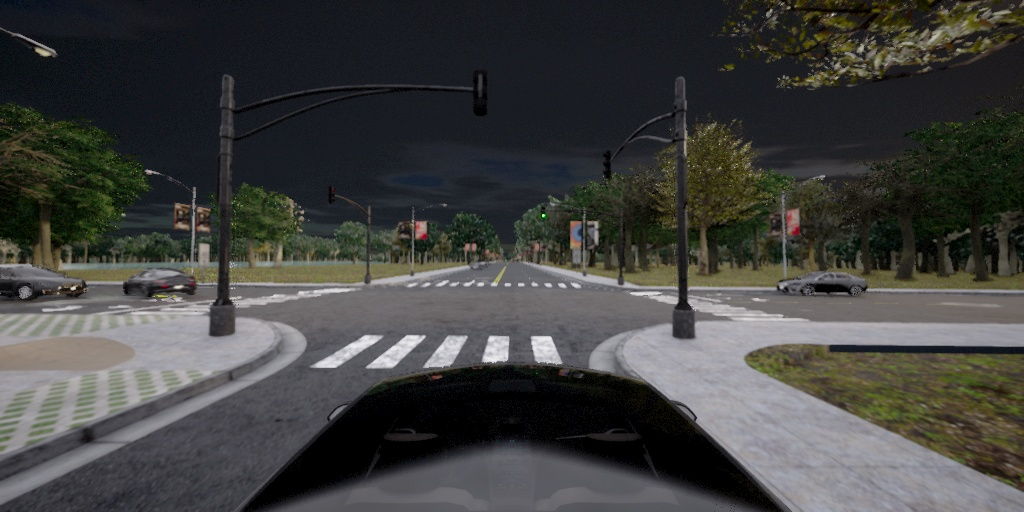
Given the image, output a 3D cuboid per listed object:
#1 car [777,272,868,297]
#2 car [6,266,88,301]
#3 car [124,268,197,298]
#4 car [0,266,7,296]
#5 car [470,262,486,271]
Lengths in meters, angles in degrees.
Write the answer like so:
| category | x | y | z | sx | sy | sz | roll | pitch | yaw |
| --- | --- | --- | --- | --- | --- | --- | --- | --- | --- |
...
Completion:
| category | x | y | z | sx | sy | sz | roll | pitch | yaw |
| --- | --- | --- | --- | --- | --- | --- | --- | --- | --- |
| car | 19.610 | 1.754 | 22.780 | 4.902 | 1.511 | 2.128 | 1 | -2 | 0 |
| car | -22.288 | 1.199 | 16.246 | 4.892 | 1.490 | 1.837 | 0 | -2 | 0 |
| car | -18.028 | 1.339 | 18.394 | 4.674 | 1.442 | 1.812 | -1 | 1 | 30 |
| car | -22.395 | 1.091 | 12.998 | 4.902 | 1.511 | 2.128 | 0 | -2 | 0 |
| car | -6.417 | 1.855 | 64.579 | 2.128 | 1.511 | 4.902 | 0 | 0 | 0 |
